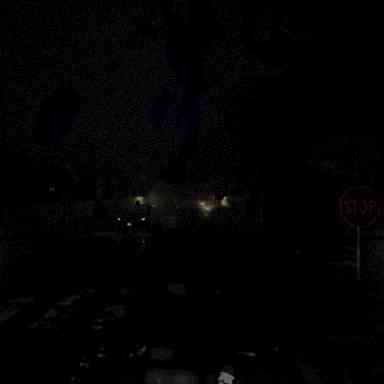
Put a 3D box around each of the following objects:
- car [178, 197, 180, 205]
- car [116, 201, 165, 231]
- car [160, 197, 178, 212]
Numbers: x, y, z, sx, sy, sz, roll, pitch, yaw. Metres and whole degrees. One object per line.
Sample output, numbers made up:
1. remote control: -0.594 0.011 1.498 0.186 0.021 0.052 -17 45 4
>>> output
1. car: -3.177 1.614 62.638 2.128 1.511 4.902 0 0 0
2. car: -3.232 1.526 20.841 1.812 1.442 4.674 0 0 7
3. car: -3.016 1.515 38.973 1.882 1.535 5.008 0 0 0
